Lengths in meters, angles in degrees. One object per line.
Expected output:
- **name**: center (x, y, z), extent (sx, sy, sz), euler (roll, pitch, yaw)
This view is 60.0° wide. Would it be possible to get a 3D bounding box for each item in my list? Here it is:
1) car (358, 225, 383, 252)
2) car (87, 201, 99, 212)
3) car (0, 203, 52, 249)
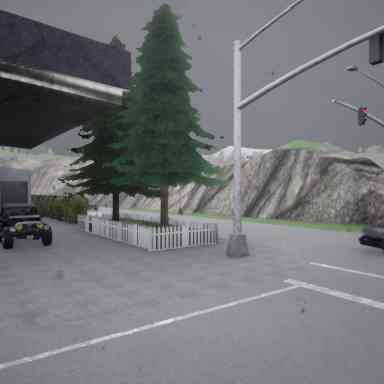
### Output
- **car**: center (8.715, 1.648, 11.475), extent (2.033, 1.411, 5.357), euler (0, -1, -36)
- **car**: center (-13.277, 1.792, 41.789), extent (1.895, 1.301, 4.718), euler (0, 0, -36)
- **car**: center (-8.047, 1.505, 15.803), extent (1.905, 1.878, 3.866), euler (0, 0, -37)
